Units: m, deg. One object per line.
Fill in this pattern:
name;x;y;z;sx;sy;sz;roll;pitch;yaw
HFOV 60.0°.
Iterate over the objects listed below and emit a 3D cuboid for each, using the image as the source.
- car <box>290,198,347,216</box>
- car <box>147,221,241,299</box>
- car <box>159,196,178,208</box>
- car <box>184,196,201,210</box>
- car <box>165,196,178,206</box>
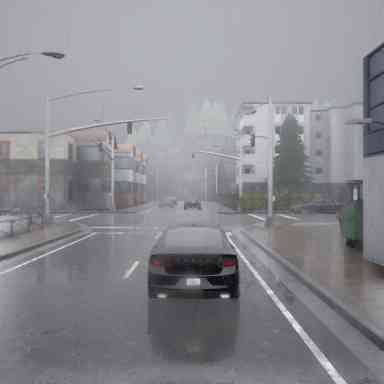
car;11.088;1.328;29.222;4.892;1.490;1.837;0;0;-1
car;0.052;1.478;8.505;1.882;1.535;5.008;0;0;1
car;-3.567;1.547;47.423;2.033;1.411;5.357;0;0;0
car;0.082;1.352;43.553;2.097;1.767;4.553;0;0;0
car;-3.550;1.477;57.738;1.882;1.535;5.008;0;0;1
